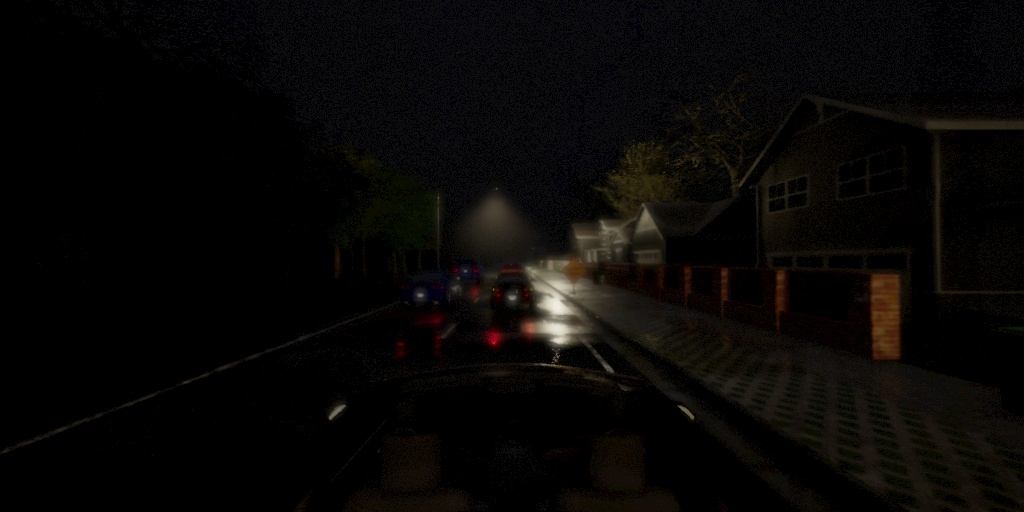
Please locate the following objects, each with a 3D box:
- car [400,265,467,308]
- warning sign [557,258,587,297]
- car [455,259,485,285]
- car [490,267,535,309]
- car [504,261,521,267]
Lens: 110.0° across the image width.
[{"bbox_3d":[-3.455,1.367,16.101,1.882,1.535,5.008,0,0,1],"label":"car"},{"bbox_3d":[3.066,1.021,17.736,1.300,1.860,1.060,0,0,0],"label":"warning sign"},{"bbox_3d":[-3.461,1.243,29.454,2.150,2.045,5.566,0,0,0],"label":"car"},{"bbox_3d":[0.042,1.412,15.760,1.812,1.442,4.674,0,0,1],"label":"car"},{"bbox_3d":[0.052,1.377,30.290,2.097,1.767,4.553,0,-1,1],"label":"car"}]
